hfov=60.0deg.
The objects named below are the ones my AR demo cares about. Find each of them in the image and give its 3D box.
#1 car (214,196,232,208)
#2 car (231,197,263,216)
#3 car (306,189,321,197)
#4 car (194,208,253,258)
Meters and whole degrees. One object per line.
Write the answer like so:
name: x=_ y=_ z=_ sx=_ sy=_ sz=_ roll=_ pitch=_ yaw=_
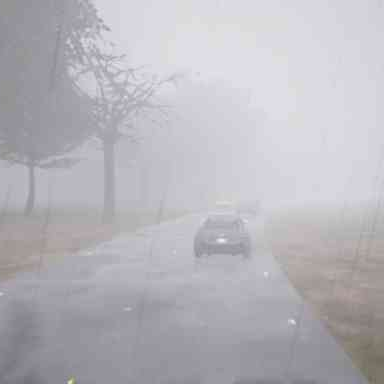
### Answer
car: x=3.884 y=1.218 z=35.718 sx=1.882 sy=1.535 sz=5.008 roll=0 pitch=1 yaw=22
car: x=5.300 y=1.355 z=30.379 sx=2.033 sy=1.411 sz=5.357 roll=0 pitch=1 yaw=19
car: x=25.605 y=0.245 z=69.962 sx=1.837 sy=1.490 sz=4.892 roll=0 pitch=1 yaw=42
car: x=1.224 y=1.543 z=12.778 sx=1.994 sy=1.385 sz=4.181 roll=0 pitch=0 yaw=7
